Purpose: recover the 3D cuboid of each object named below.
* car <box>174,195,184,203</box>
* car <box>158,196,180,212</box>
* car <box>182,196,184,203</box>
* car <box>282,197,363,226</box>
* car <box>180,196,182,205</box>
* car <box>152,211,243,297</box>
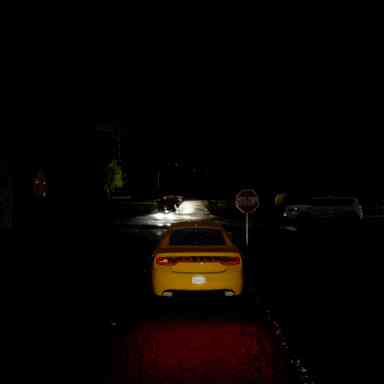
[{"bbox_3d":[-2.658,1.471,68.582,1.882,1.535,5.008,0,0,0],"label":"car"},{"bbox_3d":[-2.809,1.491,38.142,2.128,1.511,4.902,0,0,1],"label":"car"},{"bbox_3d":[-2.715,1.522,58.301,1.812,1.442,4.674,0,0,0],"label":"car"},{"bbox_3d":[9.541,1.343,24.367,5.566,2.045,2.150,1,-1,-4],"label":"car"},{"bbox_3d":[-2.760,1.524,48.034,1.812,1.442,4.674,0,0,0],"label":"car"},{"bbox_3d":[0.078,1.479,8.625,1.882,1.535,5.008,0,0,-1],"label":"car"}]
